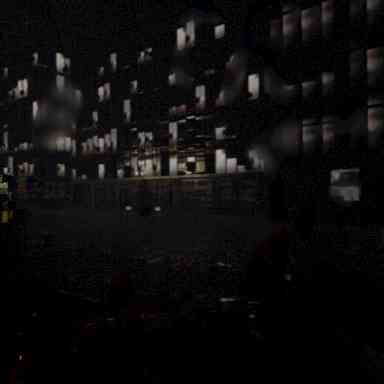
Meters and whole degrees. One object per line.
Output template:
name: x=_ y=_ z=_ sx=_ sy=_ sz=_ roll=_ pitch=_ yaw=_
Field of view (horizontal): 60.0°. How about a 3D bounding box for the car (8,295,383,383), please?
car: x=0.166 y=1.591 z=2.753 sx=4.206 sy=1.307 sz=1.802 roll=-1 pitch=0 yaw=36
